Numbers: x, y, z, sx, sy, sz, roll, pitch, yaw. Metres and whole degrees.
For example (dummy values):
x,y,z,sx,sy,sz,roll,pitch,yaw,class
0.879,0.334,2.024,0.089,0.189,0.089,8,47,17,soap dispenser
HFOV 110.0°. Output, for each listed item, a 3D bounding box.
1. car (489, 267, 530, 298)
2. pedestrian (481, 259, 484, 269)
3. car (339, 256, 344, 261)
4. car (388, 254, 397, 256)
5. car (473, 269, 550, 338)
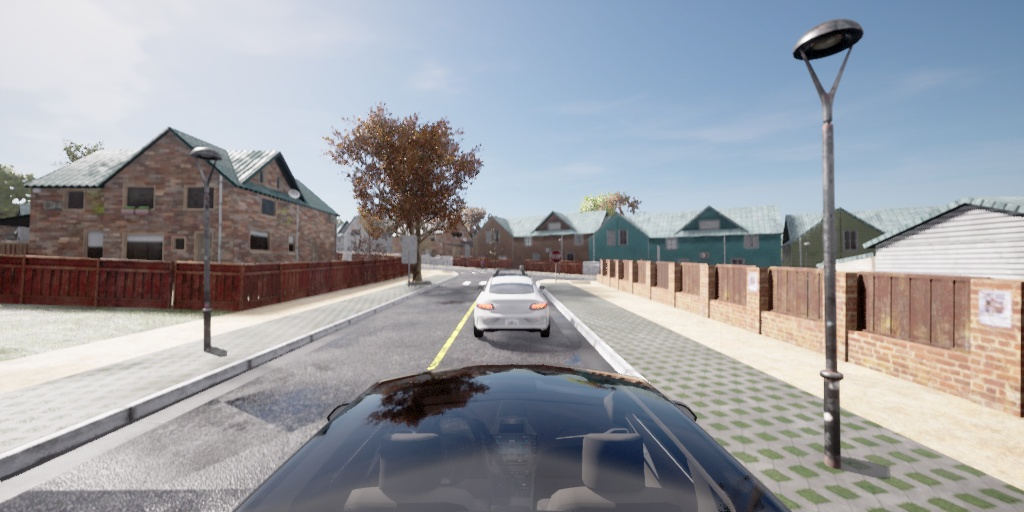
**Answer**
x,y,z,sx,sy,sz,roll,pitch,yaw,class
-0.075,1.306,18.990,1.895,1.301,4.718,0,0,1,car
-3.619,0.992,44.081,0.375,1.300,0.375,-1,-5,31,pedestrian
-25.953,0.144,50.871,5.008,1.535,1.882,2,0,31,car
-14.609,0.594,43.928,5.008,1.535,1.882,2,0,31,car
-0.014,1.255,10.018,1.812,1.442,4.674,0,0,0,car
